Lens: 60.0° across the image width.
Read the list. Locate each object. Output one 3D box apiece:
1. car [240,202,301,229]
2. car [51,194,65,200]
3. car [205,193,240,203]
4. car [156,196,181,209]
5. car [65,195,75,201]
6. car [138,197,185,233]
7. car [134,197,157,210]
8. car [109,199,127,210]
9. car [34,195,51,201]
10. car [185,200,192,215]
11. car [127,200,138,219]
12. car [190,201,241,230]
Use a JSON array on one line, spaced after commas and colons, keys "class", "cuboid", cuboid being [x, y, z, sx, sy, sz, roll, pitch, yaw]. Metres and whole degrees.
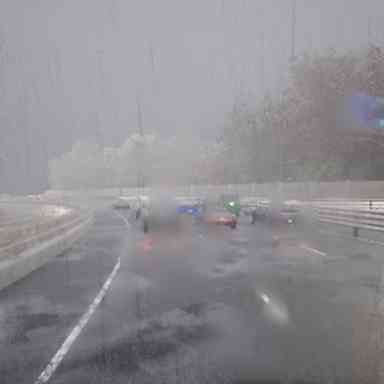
[{"class": "car", "cuboid": [4.999, 1.410, 20.845, 2.128, 1.511, 4.902, -1, 0, -11]}, {"class": "car", "cuboid": [-34.151, 1.325, 82.341, 4.553, 1.767, 2.097, 0, 0, 39]}, {"class": "car", "cuboid": [2.581, 1.145, 30.816, 2.150, 2.045, 5.566, -1, 0, -18]}, {"class": "car", "cuboid": [-3.353, 1.424, 46.692, 1.882, 1.535, 5.008, 0, 0, -24]}, {"class": "car", "cuboid": [-31.862, 1.470, 84.989, 4.902, 1.511, 2.128, 0, 0, 39]}, {"class": "car", "cuboid": [-1.966, 1.334, 19.964, 2.097, 1.767, 4.553, -1, 0, -11]}, {"class": "car", "cuboid": [-6.395, 1.502, 44.915, 1.812, 1.442, 4.674, 0, 0, -25]}, {"class": "car", "cuboid": [-9.581, 1.572, 43.498, 1.994, 1.385, 4.181, -1, 0, -24]}, {"class": "car", "cuboid": [-36.484, 1.473, 79.732, 5.008, 1.535, 1.882, 0, 0, 39]}, {"class": "car", "cuboid": [-0.883, 1.432, 30.153, 1.882, 1.535, 5.008, -1, 0, -18]}, {"class": "car", "cuboid": [-4.204, 1.492, 29.056, 1.837, 1.490, 4.892, -1, 1, -18]}, {"class": "car", "cuboid": [1.392, 1.514, 21.088, 1.994, 1.385, 4.181, -1, 0, -11]}]
